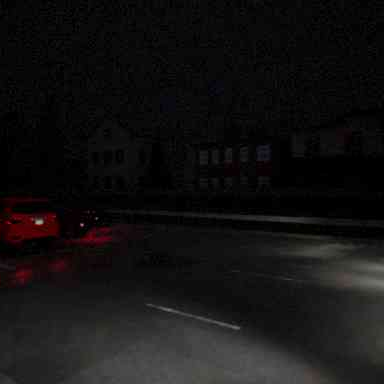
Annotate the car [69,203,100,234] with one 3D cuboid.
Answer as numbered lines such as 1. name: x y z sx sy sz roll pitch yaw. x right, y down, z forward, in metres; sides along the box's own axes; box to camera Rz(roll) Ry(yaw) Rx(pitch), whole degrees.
1. car: -7.465 1.469 17.912 5.008 1.535 1.882 0 0 35

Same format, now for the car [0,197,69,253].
1. car: -7.848 1.214 13.886 5.566 2.045 2.150 0 0 35

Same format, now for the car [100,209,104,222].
1. car: -8.054 1.482 22.630 4.902 1.511 2.128 0 0 35
